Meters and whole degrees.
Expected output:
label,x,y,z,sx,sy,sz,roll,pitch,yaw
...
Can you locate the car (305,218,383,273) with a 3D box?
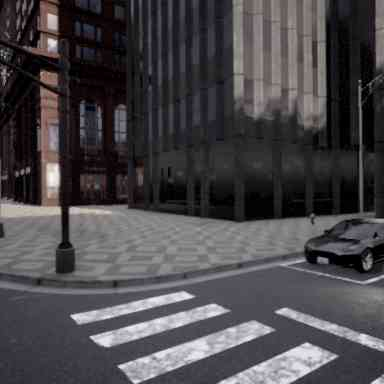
label,x,y,z,sx,sy,sz,roll,pitch,yaw
car,5.402,1.509,10.472,4.313,1.339,1.947,-1,0,-35
